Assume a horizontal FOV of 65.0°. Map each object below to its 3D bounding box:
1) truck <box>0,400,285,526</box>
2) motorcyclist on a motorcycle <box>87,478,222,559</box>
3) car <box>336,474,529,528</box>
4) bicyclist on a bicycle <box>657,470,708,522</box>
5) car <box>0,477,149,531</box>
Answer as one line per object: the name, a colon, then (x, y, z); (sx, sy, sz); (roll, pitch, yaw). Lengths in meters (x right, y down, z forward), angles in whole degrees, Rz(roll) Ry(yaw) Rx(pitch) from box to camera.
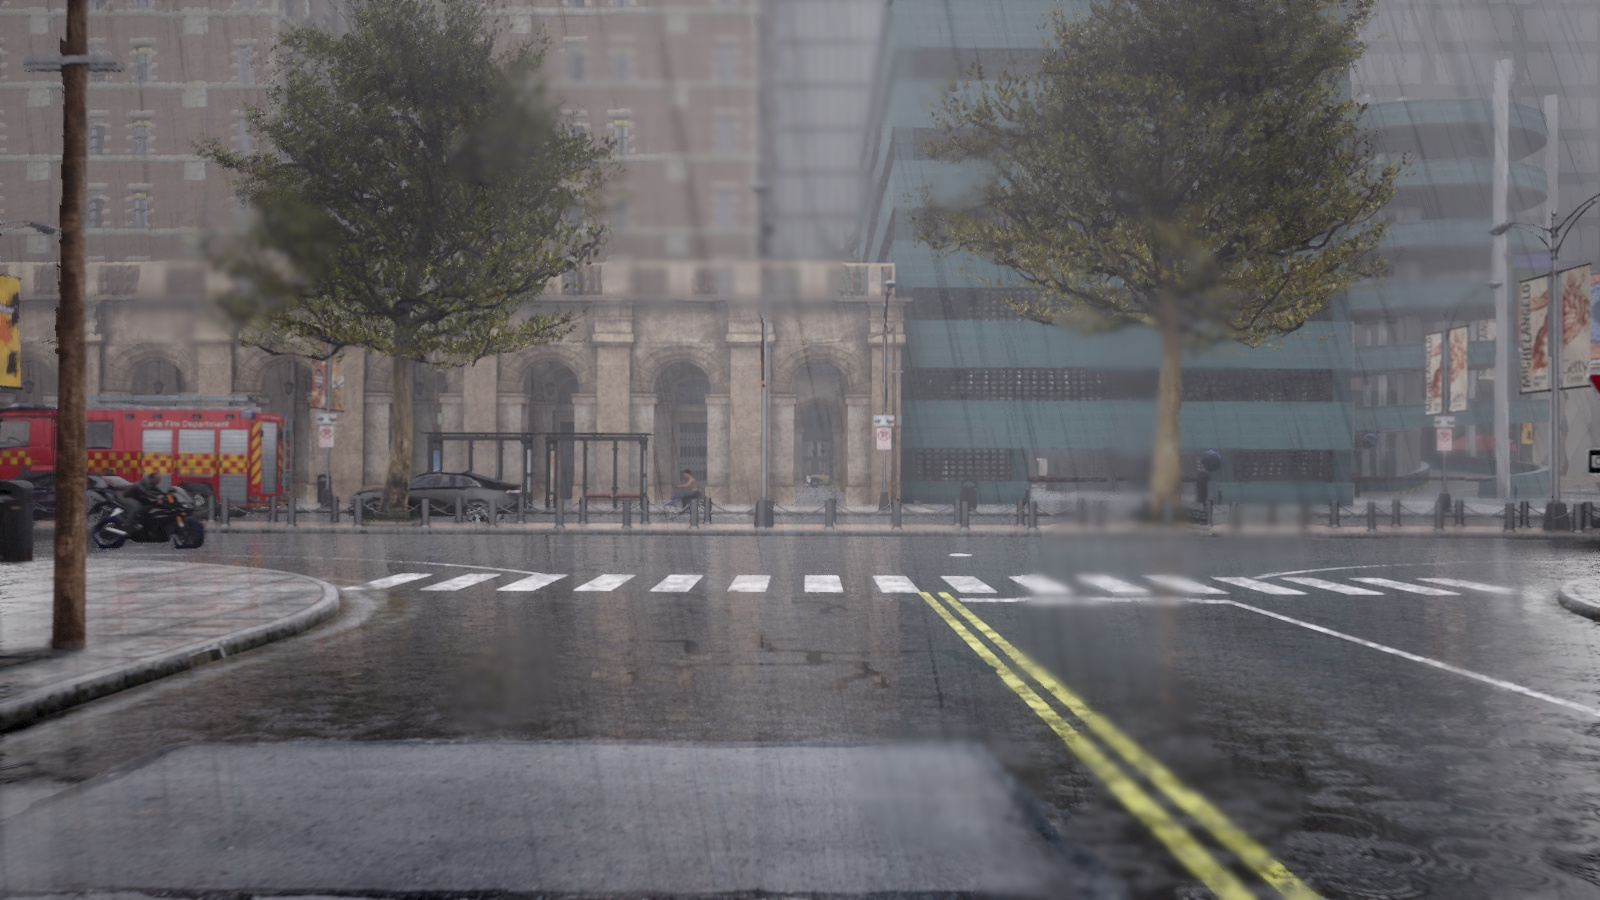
truck: (-21.123, 0.420, 39.704); (8.468, 3.827, 2.891); (0, -1, 1)
motorcyclist on a motorcycle: (-12.582, 1.324, 24.528); (2.191, 1.530, 0.866); (0, -1, 2)
car: (-10.457, 1.437, 36.036); (4.902, 1.511, 2.128); (0, -1, 1)
bicyclist on a bicycle: (-3.677, 1.448, 39.432); (1.509, 1.612, 0.866); (0, -1, 1)
car: (-21.325, 1.539, 36.187); (4.193, 1.474, 1.816); (0, -1, 1)
